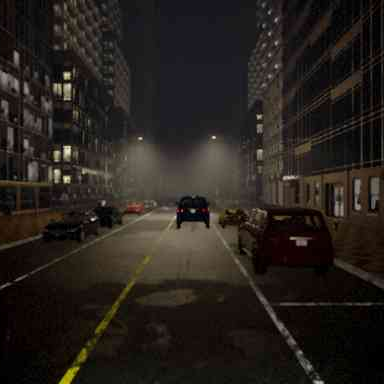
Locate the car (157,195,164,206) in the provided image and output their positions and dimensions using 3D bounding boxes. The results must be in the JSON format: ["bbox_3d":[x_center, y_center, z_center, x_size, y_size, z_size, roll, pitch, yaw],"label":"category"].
[{"bbox_3d":[-5.751,1.669,56.074,1.887,1.381,4.507,0,0,0],"label":"car"}]

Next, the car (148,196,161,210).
[{"bbox_3d":[-5.738,1.653,44.690,2.008,1.369,4.403,0,0,0],"label":"car"}]

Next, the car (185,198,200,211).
[{"bbox_3d":[0.051,1.601,42.518,1.837,1.490,4.892,0,0,0],"label":"car"}]

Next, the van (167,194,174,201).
[{"bbox_3d":[-5.789,1.520,90.228,1.690,1.788,3.998,0,0,0],"label":"van"}]

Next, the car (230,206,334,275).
[{"bbox_3d":[2.683,1.343,10.535,2.192,1.841,5.009,0,0,0],"label":"car"}]

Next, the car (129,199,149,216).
[{"bbox_3d":[-5.725,1.662,33.304,1.802,1.307,4.206,0,0,0],"label":"car"}]

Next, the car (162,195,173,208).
[{"bbox_3d":[-3.094,1.593,51.661,1.882,1.535,5.008,0,0,0],"label":"car"}]

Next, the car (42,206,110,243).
[{"bbox_3d":[-5.705,1.593,16.229,2.008,1.369,4.403,0,0,0],"label":"car"}]

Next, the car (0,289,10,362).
[{"bbox_3d":[-3.102,1.498,2.008,2.128,1.511,4.902,0,0,0],"label":"car"}]

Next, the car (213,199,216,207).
[{"bbox_3d":[2.636,1.679,50.379,1.947,1.339,4.313,0,0,0],"label":"car"}]

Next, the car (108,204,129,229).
[{"bbox_3d":[-5.712,1.621,21.921,1.947,1.339,4.313,0,0,0],"label":"car"}]

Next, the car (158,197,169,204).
[{"bbox_3d":[-5.764,1.726,67.459,1.802,1.307,4.206,0,0,0],"label":"car"}]

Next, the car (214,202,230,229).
[{"bbox_3d":[2.668,1.581,22.088,1.752,1.417,4.829,0,0,0],"label":"car"}]

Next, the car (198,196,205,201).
[{"bbox_3d":[2.590,1.703,90.393,1.752,1.417,4.829,0,0,0],"label":"car"}]

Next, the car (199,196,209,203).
[{"bbox_3d":[2.611,1.593,73.146,1.967,1.590,4.097,0,0,0],"label":"car"}]

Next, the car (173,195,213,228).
[{"bbox_3d":[0.074,1.281,23.041,2.150,2.045,5.566,0,0,0],"label":"car"}]
